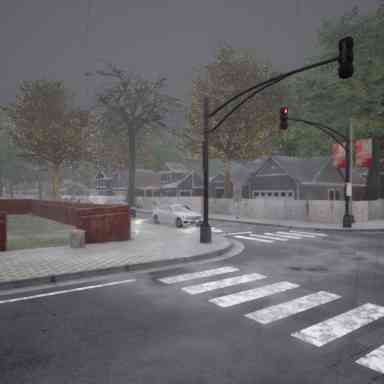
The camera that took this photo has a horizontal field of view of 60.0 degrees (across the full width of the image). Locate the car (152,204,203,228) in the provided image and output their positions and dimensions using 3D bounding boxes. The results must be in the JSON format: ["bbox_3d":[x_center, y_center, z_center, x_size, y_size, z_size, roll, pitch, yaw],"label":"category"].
[{"bbox_3d":[-1.043,1.546,22.621,1.812,1.442,4.674,0,0,-36],"label":"car"}]

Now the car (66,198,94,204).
[{"bbox_3d":[-12.873,1.528,39.168,1.882,1.535,5.008,0,0,-35],"label":"car"}]

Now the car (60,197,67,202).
[{"bbox_3d":[-22.422,1.599,57.379,2.128,1.511,4.902,0,0,-36],"label":"car"}]

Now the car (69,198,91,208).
[{"bbox_3d":[-16.760,1.652,49.573,1.994,1.385,4.181,0,0,-35],"label":"car"}]

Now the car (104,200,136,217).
[{"bbox_3d":[-6.884,1.512,30.788,1.882,1.535,5.008,0,0,-36],"label":"car"}]
